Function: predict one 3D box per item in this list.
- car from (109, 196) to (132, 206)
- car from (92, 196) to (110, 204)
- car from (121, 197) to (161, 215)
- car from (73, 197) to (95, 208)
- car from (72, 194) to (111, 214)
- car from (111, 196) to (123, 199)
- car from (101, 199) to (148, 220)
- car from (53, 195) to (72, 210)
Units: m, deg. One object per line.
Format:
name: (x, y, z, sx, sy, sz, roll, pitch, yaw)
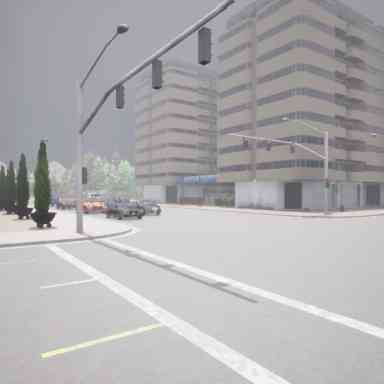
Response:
car: (-12.162, 1.491, 56.145, 2.128, 1.511, 4.902, 0, 0, -35)
car: (-17.472, 1.505, 63.783, 1.837, 1.490, 4.892, 0, 0, -34)
car: (-4.832, 1.492, 32.973, 2.128, 1.511, 4.902, 0, 0, -35)
car: (-15.964, 1.505, 49.028, 1.837, 1.490, 4.892, 0, 0, -34)
car: (-10.767, 1.352, 35.386, 2.097, 1.767, 4.553, 0, 0, -35)
car: (-10.078, 1.505, 40.532, 1.837, 1.490, 4.892, 0, 0, -35)
car: (-5.810, 1.564, 28.249, 1.994, 1.385, 4.181, 0, 0, -35)
car: (-16.405, 1.526, 43.520, 1.812, 1.442, 4.674, 0, 0, -35)
